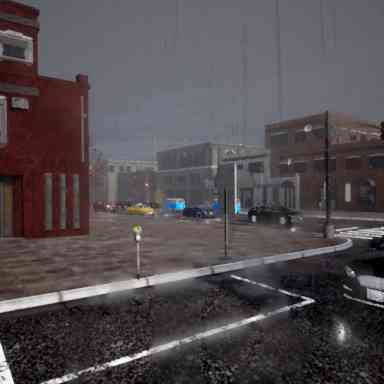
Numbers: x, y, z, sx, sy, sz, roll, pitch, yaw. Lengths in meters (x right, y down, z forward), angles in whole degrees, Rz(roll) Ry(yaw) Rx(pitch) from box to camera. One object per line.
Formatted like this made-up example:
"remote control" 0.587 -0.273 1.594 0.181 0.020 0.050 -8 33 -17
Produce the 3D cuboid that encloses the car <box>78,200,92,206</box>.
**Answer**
"car" -26.114 2.621 80.924 1.752 1.417 4.829 -2 0 -36

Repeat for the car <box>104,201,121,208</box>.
"car" -16.007 2.432 67.070 1.802 1.307 4.206 -2 0 -36

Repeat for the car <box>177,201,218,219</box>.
"car" 0.740 1.949 34.318 1.994 1.385 4.181 -1 0 -35

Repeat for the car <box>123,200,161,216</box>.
"car" -6.001 2.047 39.187 1.752 1.417 4.829 -2 0 -36

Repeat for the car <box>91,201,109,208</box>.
"car" -18.227 2.441 65.738 1.994 1.385 4.181 -1 0 -36

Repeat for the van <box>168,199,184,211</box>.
"van" -2.673 1.867 48.780 1.690 1.788 3.998 -2 0 -36

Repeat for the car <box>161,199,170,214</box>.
"car" -5.188 2.033 42.446 1.837 1.490 4.892 -1 0 -36

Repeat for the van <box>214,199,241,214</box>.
"van" 3.997 1.706 39.636 1.690 1.788 3.998 -2 0 -36

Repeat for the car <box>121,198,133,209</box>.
"car" -10.415 2.165 55.027 1.882 1.535 5.008 -1 -1 -36

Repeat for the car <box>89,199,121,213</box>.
"car" -12.777 2.000 48.468 2.192 1.841 5.009 -2 0 -36

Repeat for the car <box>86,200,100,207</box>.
"car" -22.677 2.594 76.215 1.802 1.307 4.206 -2 0 -36

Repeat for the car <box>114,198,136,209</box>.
"car" -12.679 2.084 62.497 2.192 1.841 5.009 -2 0 -36

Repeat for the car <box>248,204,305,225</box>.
"car" 6.562 1.749 26.316 1.837 1.490 4.892 -1 0 -36

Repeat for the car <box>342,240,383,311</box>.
"car" 5.121 1.488 7.030 4.902 1.511 2.128 0 0 -36
